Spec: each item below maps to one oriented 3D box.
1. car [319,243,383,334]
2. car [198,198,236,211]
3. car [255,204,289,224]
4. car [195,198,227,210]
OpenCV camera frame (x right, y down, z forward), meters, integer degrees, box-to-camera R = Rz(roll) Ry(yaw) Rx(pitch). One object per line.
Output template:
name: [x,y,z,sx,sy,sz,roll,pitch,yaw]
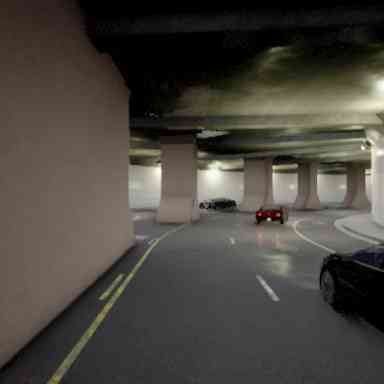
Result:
car: [3.575,1.486,5.079,2.128,1.511,4.902,0,0,0]
car: [3.311,1.440,39.706,2.128,1.511,4.902,0,0,42]
car: [6.058,1.569,24.681,1.895,1.301,4.718,0,0,22]
car: [2.546,1.507,43.961,4.181,1.385,1.994,0,0,-45]
